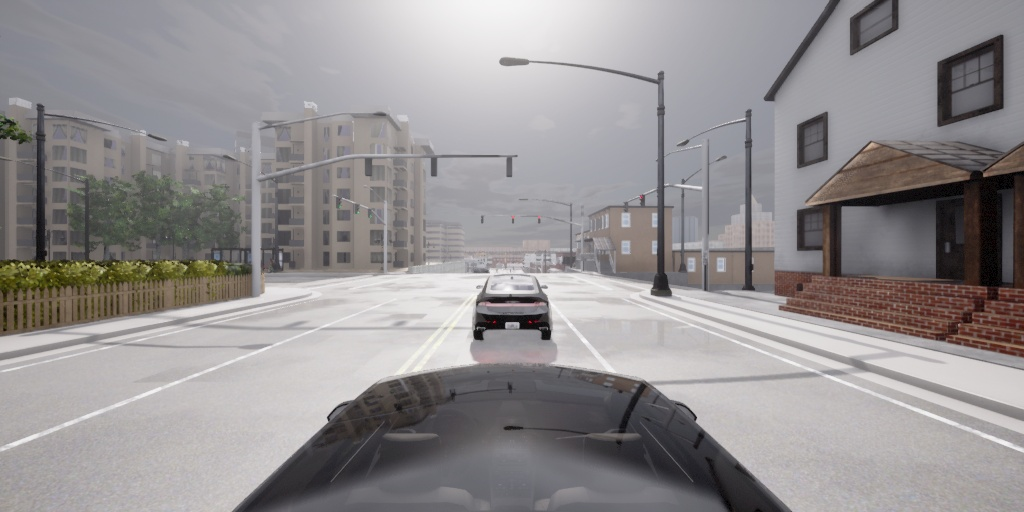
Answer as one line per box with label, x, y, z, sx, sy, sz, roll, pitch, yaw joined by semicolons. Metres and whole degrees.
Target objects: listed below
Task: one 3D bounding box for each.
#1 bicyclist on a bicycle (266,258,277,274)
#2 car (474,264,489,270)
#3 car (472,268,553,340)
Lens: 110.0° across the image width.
bicyclist on a bicycle;-25.605;1.053;38.225;0.582;1.620;1.656;0;0;0
car;-3.981;1.773;47.316;1.812;1.442;4.674;0;-4;0
car;0.002;1.241;9.927;2.128;1.511;4.902;0;0;0
